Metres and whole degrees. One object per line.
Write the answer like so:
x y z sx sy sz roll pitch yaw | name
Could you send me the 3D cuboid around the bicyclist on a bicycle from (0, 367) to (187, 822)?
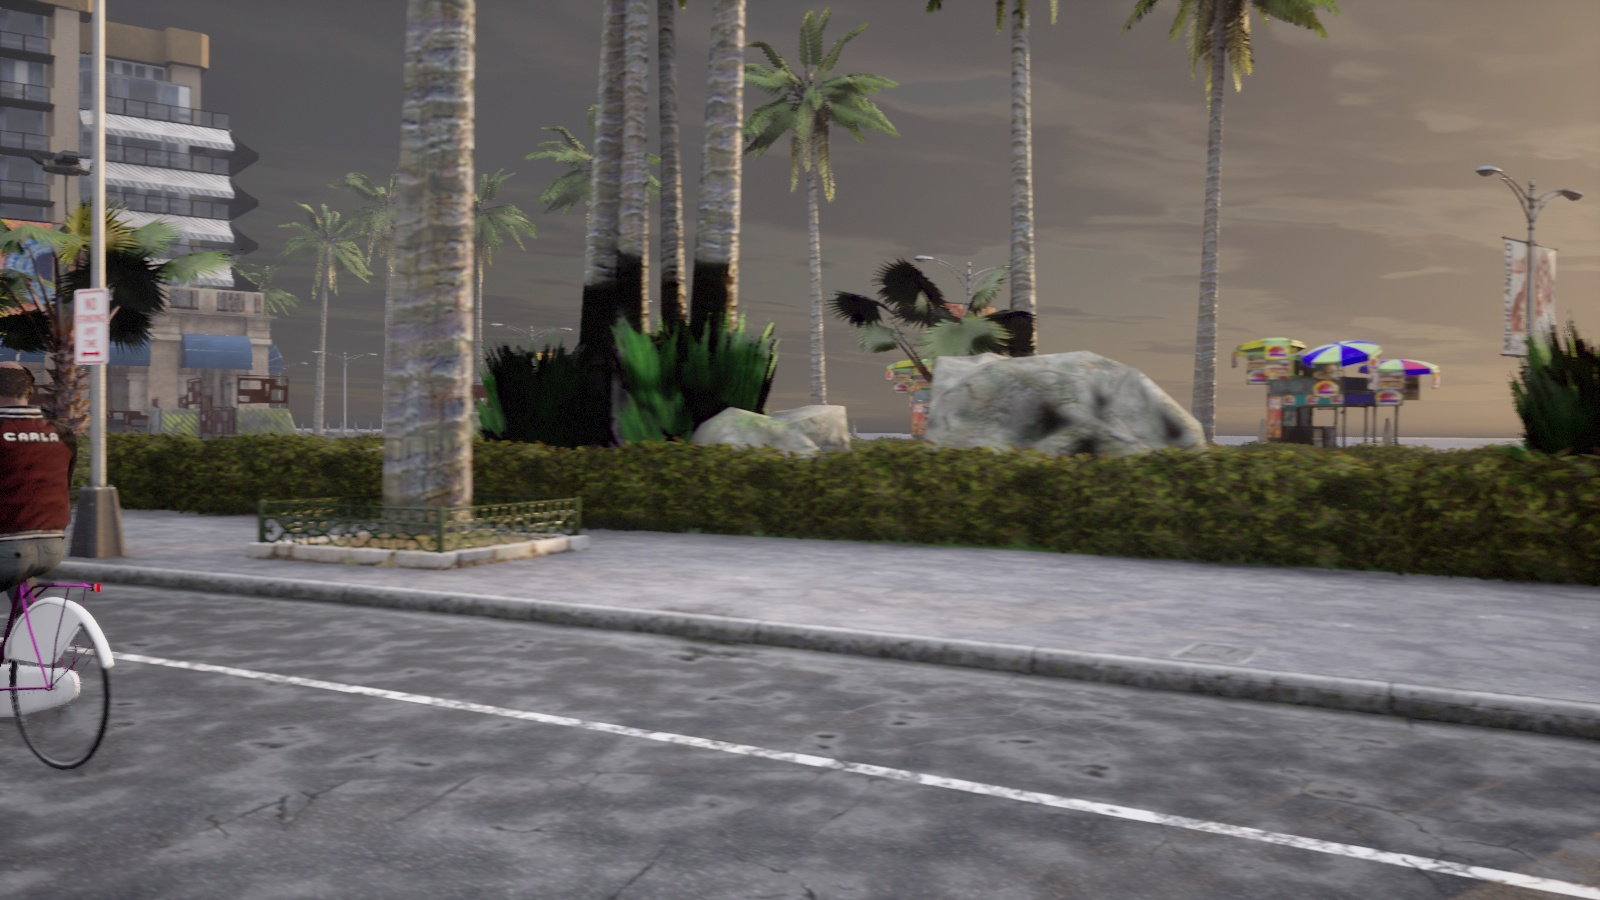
-3.649 0.556 5.620 1.843 1.776 0.659 0 1 29 | bicyclist on a bicycle
